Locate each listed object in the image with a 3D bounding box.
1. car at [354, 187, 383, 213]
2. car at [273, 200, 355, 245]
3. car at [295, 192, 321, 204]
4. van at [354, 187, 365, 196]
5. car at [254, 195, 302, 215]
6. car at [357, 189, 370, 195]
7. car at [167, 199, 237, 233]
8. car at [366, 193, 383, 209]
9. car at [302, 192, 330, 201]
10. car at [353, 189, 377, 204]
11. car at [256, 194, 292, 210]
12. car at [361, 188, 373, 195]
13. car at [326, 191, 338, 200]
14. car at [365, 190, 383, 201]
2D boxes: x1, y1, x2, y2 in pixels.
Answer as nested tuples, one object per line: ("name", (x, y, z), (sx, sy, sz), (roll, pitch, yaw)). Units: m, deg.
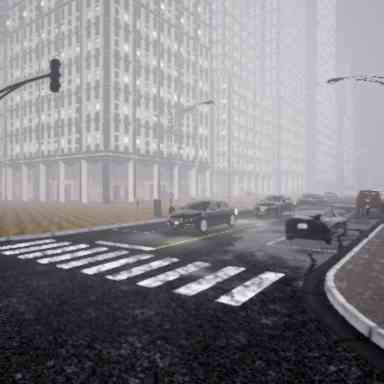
("car", (14.982, 0.710, 27.708), (2.192, 1.841, 5.009), (1, 2, 35))
("car", (5.231, 1.248, 13.857), (1.947, 1.339, 4.313), (1, 2, 35))
("car", (14.590, 0.743, 41.723), (1.947, 1.339, 4.313), (1, 2, 35))
("van", (37.341, -0.138, 74.052), (1.690, 1.788, 3.998), (1, 2, 35))
("car", (6.439, 0.979, 25.654), (2.128, 1.511, 4.902), (0, 1, 35))
("car", (40.590, -0.006, 78.677), (1.947, 1.339, 4.313), (1, 2, 35))
("car", (0.665, 1.162, 17.450), (1.837, 1.490, 4.892), (0, 1, 35))
("car", (18.329, 0.822, 32.472), (1.752, 1.417, 4.829), (1, 2, 35))
("car", (12.215, 0.918, 33.852), (1.895, 1.301, 4.718), (0, 1, 35))
("car", (22.149, 0.466, 42.424), (2.097, 1.767, 4.553), (0, 1, 35))
("car", (8.090, 0.934, 32.484), (1.947, 1.339, 4.313), (1, 2, 35))
("car", (43.840, -0.224, 83.294), (1.967, 1.590, 4.097), (1, 2, 35))
("car", (21.090, 0.533, 50.961), (1.887, 1.381, 4.507), (1, 2, 35))
("car", (28.063, 0.490, 50.861), (2.033, 1.411, 5.357), (0, 1, 36))
